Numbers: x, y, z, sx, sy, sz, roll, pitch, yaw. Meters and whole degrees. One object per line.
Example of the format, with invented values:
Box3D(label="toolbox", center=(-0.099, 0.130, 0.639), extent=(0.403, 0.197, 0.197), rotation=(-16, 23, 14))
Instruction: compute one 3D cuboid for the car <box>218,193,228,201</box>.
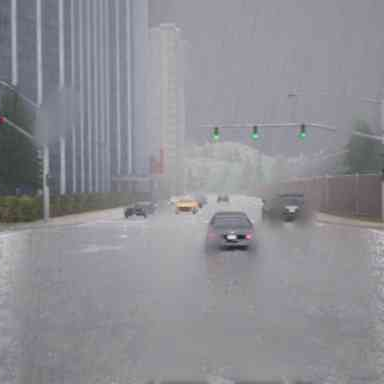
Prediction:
Box3D(label="car", center=(6.417, 1.051, 68.928), extent=(1.837, 1.490, 4.892), rotation=(-1, 0, 5))

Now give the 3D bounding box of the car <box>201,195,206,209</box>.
Box3D(label="car", center=(0.414, 1.240, 41.999), extent=(1.882, 1.535, 5.008), rotation=(-1, 0, 6))

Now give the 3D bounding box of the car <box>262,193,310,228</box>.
Box3D(label="car", center=(5.696, 1.053, 20.787), extent=(2.150, 2.045, 5.566), rotation=(-1, 1, 5))

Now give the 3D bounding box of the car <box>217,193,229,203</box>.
Box3D(label="car", center=(5.498, 0.968, 58.724), extent=(2.097, 1.767, 4.553), rotation=(-1, 0, 5))

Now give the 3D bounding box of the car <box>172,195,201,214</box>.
Box3D(label="car", center=(-0.456, 1.300, 32.615), extent=(1.882, 1.535, 5.008), rotation=(-1, 0, 5))

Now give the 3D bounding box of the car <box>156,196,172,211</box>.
Box3D(label="car", center=(-3.505, 1.321, 37.709), extent=(2.128, 1.511, 4.902), rotation=(-1, 0, 5))

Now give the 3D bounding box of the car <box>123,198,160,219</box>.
Box3D(label="car", center=(-4.350, 1.489, 28.423), extent=(1.895, 1.301, 4.718), rotation=(-1, 0, 5))

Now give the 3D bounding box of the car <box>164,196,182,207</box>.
Box3D(label="car", center=(-2.620, 1.296, 46.919), extent=(1.812, 1.442, 4.674), rotation=(-1, 0, 6))

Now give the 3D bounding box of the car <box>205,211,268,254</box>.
Box3D(label="car", center=(1.498, 1.480, 13.110), extent=(2.033, 1.411, 5.357), rotation=(-1, 0, 5))
